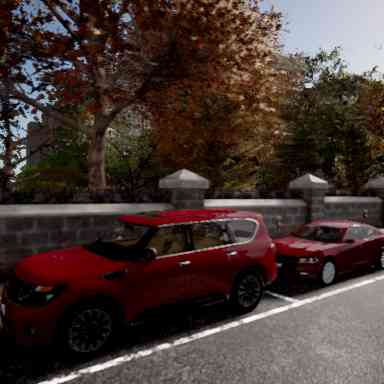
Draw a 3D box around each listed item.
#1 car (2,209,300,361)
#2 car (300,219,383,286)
[{"bbox_3d":[-0.579,1.298,6.117,5.009,1.841,2.192,0,1,-35],"label":"car"},{"bbox_3d":[3.924,1.496,9.319,4.507,1.381,1.887,0,1,-35],"label":"car"}]
